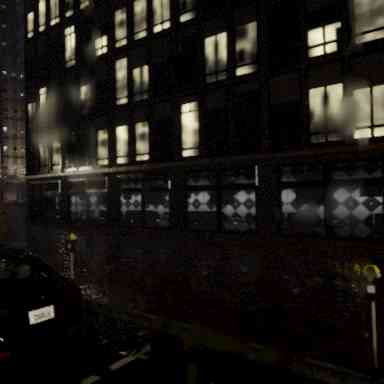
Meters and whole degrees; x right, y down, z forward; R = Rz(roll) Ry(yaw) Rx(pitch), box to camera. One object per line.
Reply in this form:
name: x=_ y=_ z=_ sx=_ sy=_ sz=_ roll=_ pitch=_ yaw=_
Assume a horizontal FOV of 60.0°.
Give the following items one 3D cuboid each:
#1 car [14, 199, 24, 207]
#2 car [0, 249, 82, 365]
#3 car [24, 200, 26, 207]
car: x=-28.550 y=1.844 z=54.212 sx=1.947 sy=1.339 sz=4.313 roll=-1 pitch=0 yaw=36
car: x=-3.604 y=1.617 z=5.448 sx=4.313 sy=1.339 sz=1.947 roll=-1 pitch=-1 yaw=35
car: x=-21.760 y=1.640 z=49.303 sx=1.887 sy=1.381 sz=4.507 roll=-1 pitch=0 yaw=36
